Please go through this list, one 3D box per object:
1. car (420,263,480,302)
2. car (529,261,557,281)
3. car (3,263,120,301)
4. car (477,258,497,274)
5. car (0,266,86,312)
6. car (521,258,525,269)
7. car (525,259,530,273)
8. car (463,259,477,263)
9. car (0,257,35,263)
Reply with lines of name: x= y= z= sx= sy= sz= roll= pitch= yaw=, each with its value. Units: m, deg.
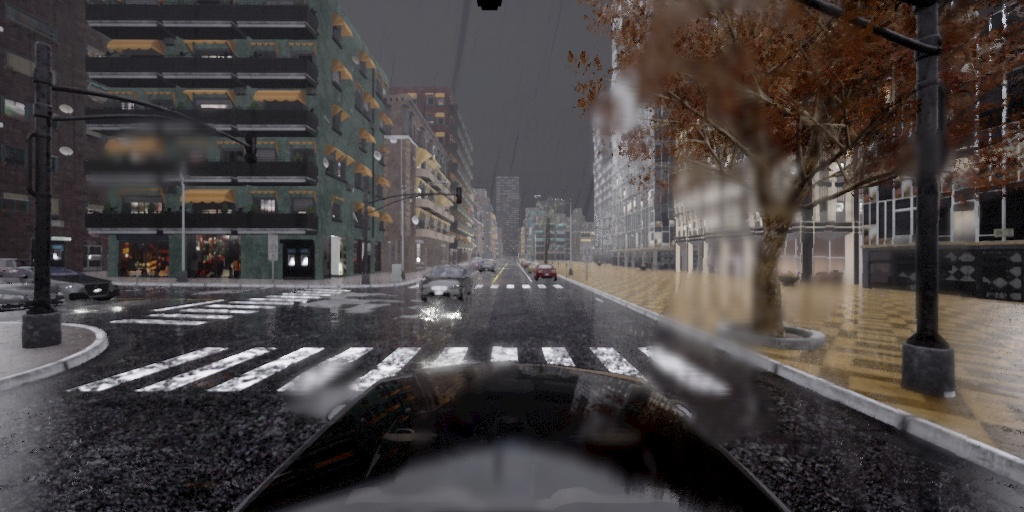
car: x=-2.971 y=1.249 z=17.060 sx=2.128 sy=1.511 sz=4.902 roll=0 pitch=0 yaw=0
car: x=2.745 y=1.312 z=30.251 sx=1.888 sy=1.381 sz=4.507 roll=0 pitch=0 yaw=0
car: x=-17.556 y=1.094 z=13.449 sx=4.181 sy=1.385 sz=1.994 roll=1 pitch=0 yaw=-1
car: x=-2.923 y=1.286 z=42.925 sx=1.837 sy=1.490 sz=4.892 roll=0 pitch=0 yaw=0
car: x=-16.418 y=1.093 z=10.871 sx=4.403 sy=1.370 sz=2.007 roll=0 pitch=0 yaw=0
car: x=2.797 y=1.386 z=57.913 sx=1.802 sy=1.307 sz=4.207 roll=0 pitch=0 yaw=0
car: x=2.765 y=1.305 z=41.486 sx=1.751 sy=1.417 sz=4.829 roll=0 pitch=0 yaw=0
car: x=-5.615 y=1.330 z=41.332 sx=2.007 sy=1.370 sz=4.403 roll=0 pitch=0 yaw=0
car: x=-27.589 y=0.838 z=19.160 sx=4.097 sy=1.591 sz=1.967 roll=0 pitch=0 yaw=0
